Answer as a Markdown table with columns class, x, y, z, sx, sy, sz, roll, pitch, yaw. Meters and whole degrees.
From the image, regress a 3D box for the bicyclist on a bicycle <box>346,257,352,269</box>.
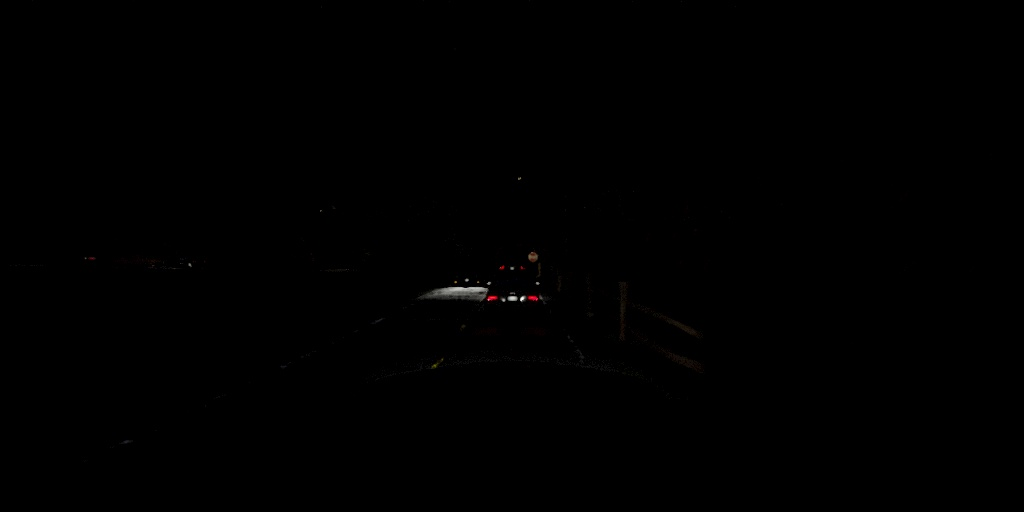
| class | x | y | z | sx | sy | sz | roll | pitch | yaw |
| --- | --- | --- | --- | --- | --- | --- | --- | --- | --- |
| bicyclist on a bicycle | -22.486 | 0.955 | 49.486 | 0.582 | 1.620 | 1.656 | 1 | 0 | 1 |

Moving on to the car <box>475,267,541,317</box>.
| class | x | y | z | sx | sy | sz | roll | pitch | yaw |
| --- | --- | --- | --- | --- | --- | --- | --- | --- | --- |
| car | 0.038 | 1.302 | 13.091 | 2.033 | 1.411 | 5.357 | 0 | 0 | 0 |

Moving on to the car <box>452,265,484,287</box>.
| class | x | y | z | sx | sy | sz | roll | pitch | yaw |
| --- | --- | --- | --- | --- | --- | --- | --- | --- | --- |
| car | -2.833 | 1.324 | 24.548 | 1.994 | 1.385 | 4.181 | 0 | 0 | 0 |

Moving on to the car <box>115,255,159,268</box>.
| class | x | y | z | sx | sy | sz | roll | pitch | yaw |
| --- | --- | --- | --- | --- | --- | --- | --- | --- | --- |
| car | -45.404 | 0.705 | 43.787 | 5.008 | 1.535 | 1.882 | 1 | 0 | 1 |

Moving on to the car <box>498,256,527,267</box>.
| class | x | y | z | sx | sy | sz | roll | pitch | yaw |
| --- | --- | --- | --- | --- | --- | --- | --- | --- | --- |
| car | 0.036 | 0.984 | 28.494 | 2.150 | 2.045 | 5.566 | 0 | 0 | 0 |

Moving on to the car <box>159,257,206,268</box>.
| class | x | y | z | sx | sy | sz | roll | pitch | yaw |
| --- | --- | --- | --- | --- | --- | --- | --- | --- | --- |
| car | -42.407 | 0.819 | 46.565 | 4.181 | 1.385 | 1.994 | 1 | 0 | 1 |
